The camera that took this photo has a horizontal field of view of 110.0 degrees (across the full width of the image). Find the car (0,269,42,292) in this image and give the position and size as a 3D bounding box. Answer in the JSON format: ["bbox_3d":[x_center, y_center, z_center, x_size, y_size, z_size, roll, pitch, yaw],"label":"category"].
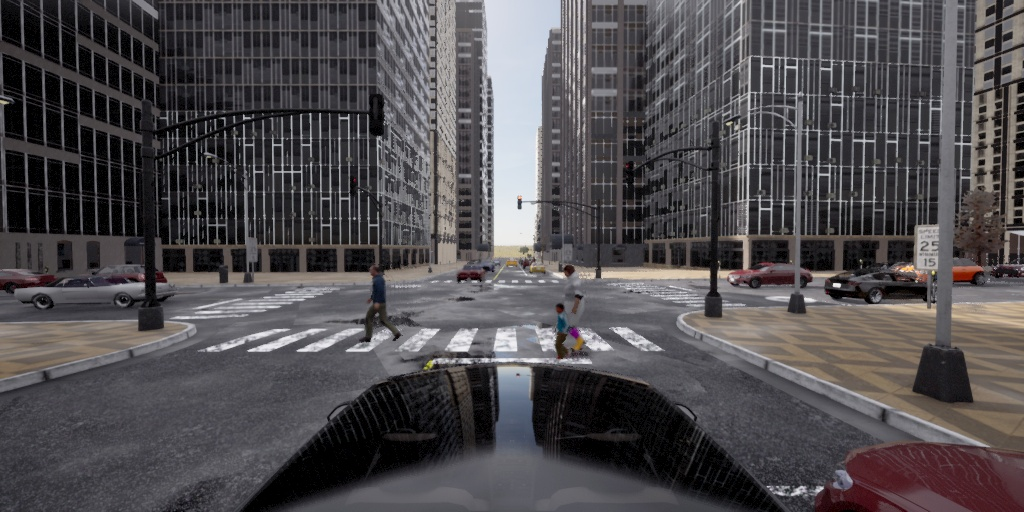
[{"bbox_3d":[-28.204,1.390,20.028,4.207,1.307,1.802,0,0,-5],"label":"car"}]

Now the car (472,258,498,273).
[{"bbox_3d":[-3.111,1.078,42.182,2.097,1.767,4.553,0,0,0],"label":"car"}]

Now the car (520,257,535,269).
[{"bbox_3d":[2.710,1.028,55.039,2.192,1.841,5.009,0,0,0],"label":"car"}]

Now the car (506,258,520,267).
[{"bbox_3d":[-0.025,1.178,65.017,1.882,1.535,5.008,0,0,0],"label":"car"}]

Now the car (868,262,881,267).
[{"bbox_3d":[26.431,1.056,25.088,4.313,1.339,1.948,0,0,-5],"label":"car"}]

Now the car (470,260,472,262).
[{"bbox_3d":[-5.848,1.278,55.585,1.948,1.339,4.313,0,0,0],"label":"car"}]

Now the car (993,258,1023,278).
[{"bbox_3d":[37.693,0.864,26.134,4.097,1.591,1.967,0,0,-5],"label":"car"}]

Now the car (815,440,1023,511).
[{"bbox_3d":[2.692,1.333,0.419,1.802,1.307,4.207,0,0,0],"label":"car"}]

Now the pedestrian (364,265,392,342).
[{"bbox_3d":[-3.076,1.041,8.165,0.375,1.860,0.375,-1,1,0],"label":"pedestrian"}]

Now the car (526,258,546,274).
[{"bbox_3d":[2.806,1.254,39.957,1.751,1.417,4.829,0,0,0],"label":"car"}]

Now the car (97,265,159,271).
[{"bbox_3d":[-22.578,1.216,20.552,4.097,1.591,1.967,0,0,-5],"label":"car"}]

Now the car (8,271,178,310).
[{"bbox_3d":[-17.345,1.469,15.211,4.718,1.301,1.895,0,1,-6],"label":"car"}]

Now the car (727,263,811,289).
[{"bbox_3d":[15.392,1.135,21.460,4.674,1.442,1.812,0,1,-5],"label":"car"}]

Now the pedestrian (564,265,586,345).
[{"bbox_3d":[1.306,1.041,7.571,0.375,1.860,0.375,-1,1,0],"label":"pedestrian"}]

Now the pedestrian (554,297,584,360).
[{"bbox_3d":[1.022,1.422,6.886,0.500,1.100,0.500,-1,1,0],"label":"pedestrian"}]

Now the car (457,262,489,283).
[{"bbox_3d":[-3.109,1.337,27.929,1.895,1.301,4.718,0,0,0],"label":"car"}]

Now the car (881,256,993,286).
[{"bbox_3d":[26.530,0.897,22.480,4.553,1.767,2.097,0,1,-5],"label":"car"}]

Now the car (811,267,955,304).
[{"bbox_3d":[16.124,1.293,15.717,4.313,1.339,1.948,0,0,-5],"label":"car"}]
